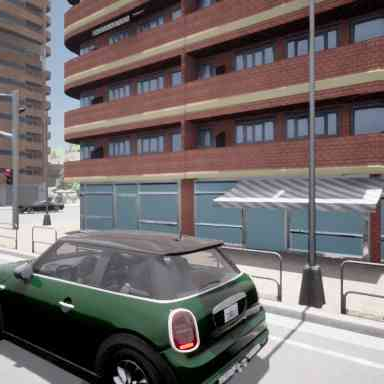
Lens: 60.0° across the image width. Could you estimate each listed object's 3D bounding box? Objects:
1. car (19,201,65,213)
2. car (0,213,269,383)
[{"bbox_3d":[-16.291,1.601,35.728,1.895,1.301,4.718,0,0,36],"label":"car"},{"bbox_3d":[-1.295,1.352,4.918,4.553,1.767,2.097,0,0,36],"label":"car"}]
